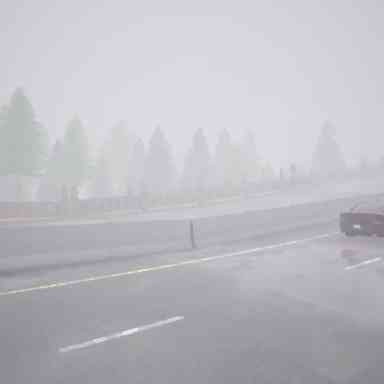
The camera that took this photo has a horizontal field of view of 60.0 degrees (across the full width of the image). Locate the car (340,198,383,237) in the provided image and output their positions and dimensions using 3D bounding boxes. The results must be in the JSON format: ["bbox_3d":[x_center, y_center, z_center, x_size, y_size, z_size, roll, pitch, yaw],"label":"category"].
[{"bbox_3d":[8.254,0.996,14.006,5.008,1.535,1.882,-5,3,-35],"label":"car"}]
